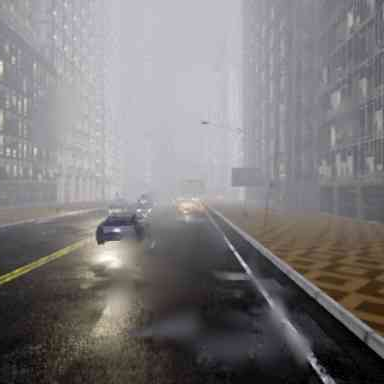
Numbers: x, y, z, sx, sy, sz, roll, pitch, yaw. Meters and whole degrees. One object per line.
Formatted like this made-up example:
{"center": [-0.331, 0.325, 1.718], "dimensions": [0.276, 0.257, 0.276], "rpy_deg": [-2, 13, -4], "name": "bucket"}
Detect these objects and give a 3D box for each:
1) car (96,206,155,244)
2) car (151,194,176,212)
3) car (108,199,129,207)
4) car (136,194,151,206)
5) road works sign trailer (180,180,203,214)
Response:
{"center": [-3.149, 1.583, 15.977], "dimensions": [1.994, 1.385, 4.181], "rpy_deg": [0, 0, 0], "name": "car"}
{"center": [-3.148, 1.270, 39.497], "dimensions": [2.150, 2.045, 5.566], "rpy_deg": [0, 0, 0], "name": "car"}
{"center": [-9.808, 1.604, 45.052], "dimensions": [2.033, 1.411, 5.357], "rpy_deg": [0, 0, 1], "name": "car"}
{"center": [-6.543, 1.277, 47.791], "dimensions": [2.150, 2.045, 5.566], "rpy_deg": [0, 0, 1], "name": "car"}
{"center": [0.008, 0.508, 35.525], "dimensions": [2.380, 3.560, 2.880], "rpy_deg": [0, 0, 1], "name": "road works sign trailer"}
